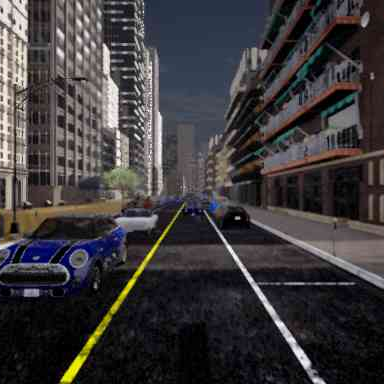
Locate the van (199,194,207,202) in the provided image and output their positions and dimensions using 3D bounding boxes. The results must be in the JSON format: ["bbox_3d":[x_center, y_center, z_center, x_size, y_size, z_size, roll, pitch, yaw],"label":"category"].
[{"bbox_3d":[2.696,1.464,82.455,1.690,1.788,3.998,0,0,0],"label":"van"}]

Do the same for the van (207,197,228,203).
[{"bbox_3d":[2.691,1.371,32.749,1.690,1.788,3.998,0,0,0],"label":"van"}]

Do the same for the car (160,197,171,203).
[{"bbox_3d":[-5.685,1.664,71.410,1.947,1.339,4.313,0,0,0],"label":"car"}]

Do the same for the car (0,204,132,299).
[{"bbox_3d":[-3.095,1.358,8.668,2.097,1.767,4.553,0,0,0],"label":"car"}]

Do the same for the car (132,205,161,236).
[{"bbox_3d":[-3.079,1.615,18.739,1.895,1.301,4.718,0,0,0],"label":"car"}]

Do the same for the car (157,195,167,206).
[{"bbox_3d":[-5.687,1.617,54.841,2.008,1.369,4.403,0,0,0],"label":"car"}]

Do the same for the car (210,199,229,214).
[{"bbox_3d":[2.691,1.548,27.396,1.752,1.417,4.829,0,0,0],"label":"car"}]

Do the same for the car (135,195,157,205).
[{"bbox_3d":[-5.689,1.353,38.272,2.192,1.841,5.009,0,0,0],"label":"car"}]

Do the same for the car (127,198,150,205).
[{"bbox_3d":[-5.689,1.596,32.750,1.947,1.339,4.313,0,0,0],"label":"car"}]

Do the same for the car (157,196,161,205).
[{"bbox_3d":[-5.688,1.598,43.796,2.008,1.369,4.403,0,0,0],"label":"car"}]

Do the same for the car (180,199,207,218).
[{"bbox_3d":[0.103,1.628,30.382,1.895,1.301,4.718,0,0,0],"label":"car"}]

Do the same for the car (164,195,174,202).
[{"bbox_3d":[-5.685,1.563,82.456,1.967,1.590,4.097,0,0,0],"label":"car"}]

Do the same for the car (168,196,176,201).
[{"bbox_3d":[-5.683,1.703,93.500,2.008,1.369,4.403,0,0,0],"label":"car"}]

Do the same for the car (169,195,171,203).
[{"bbox_3d":[-5.686,1.631,65.887,1.887,1.381,4.507,0,0,0],"label":"car"}]

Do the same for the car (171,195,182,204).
[{"bbox_3d":[-2.998,1.593,67.117,1.882,1.535,5.008,0,0,0],"label":"car"}]

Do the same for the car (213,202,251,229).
[{"bbox_3d":[2.691,1.583,21.703,1.947,1.339,4.313,0,0,0],"label":"car"}]

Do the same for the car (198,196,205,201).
[{"bbox_3d":[2.698,1.696,93.499,1.887,1.381,4.507,0,0,0],"label":"car"}]

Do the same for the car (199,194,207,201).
[{"bbox_3d":[2.695,1.648,71.409,2.008,1.369,4.403,0,0,0],"label":"car"}]

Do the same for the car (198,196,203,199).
[{"bbox_3d":[0.050,1.612,44.006,1.994,1.385,4.181,0,0,1],"label":"car"}]

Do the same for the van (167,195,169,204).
[{"bbox_3d":[-5.687,1.417,60.364,1.690,1.788,3.998,0,0,0],"label":"van"}]
